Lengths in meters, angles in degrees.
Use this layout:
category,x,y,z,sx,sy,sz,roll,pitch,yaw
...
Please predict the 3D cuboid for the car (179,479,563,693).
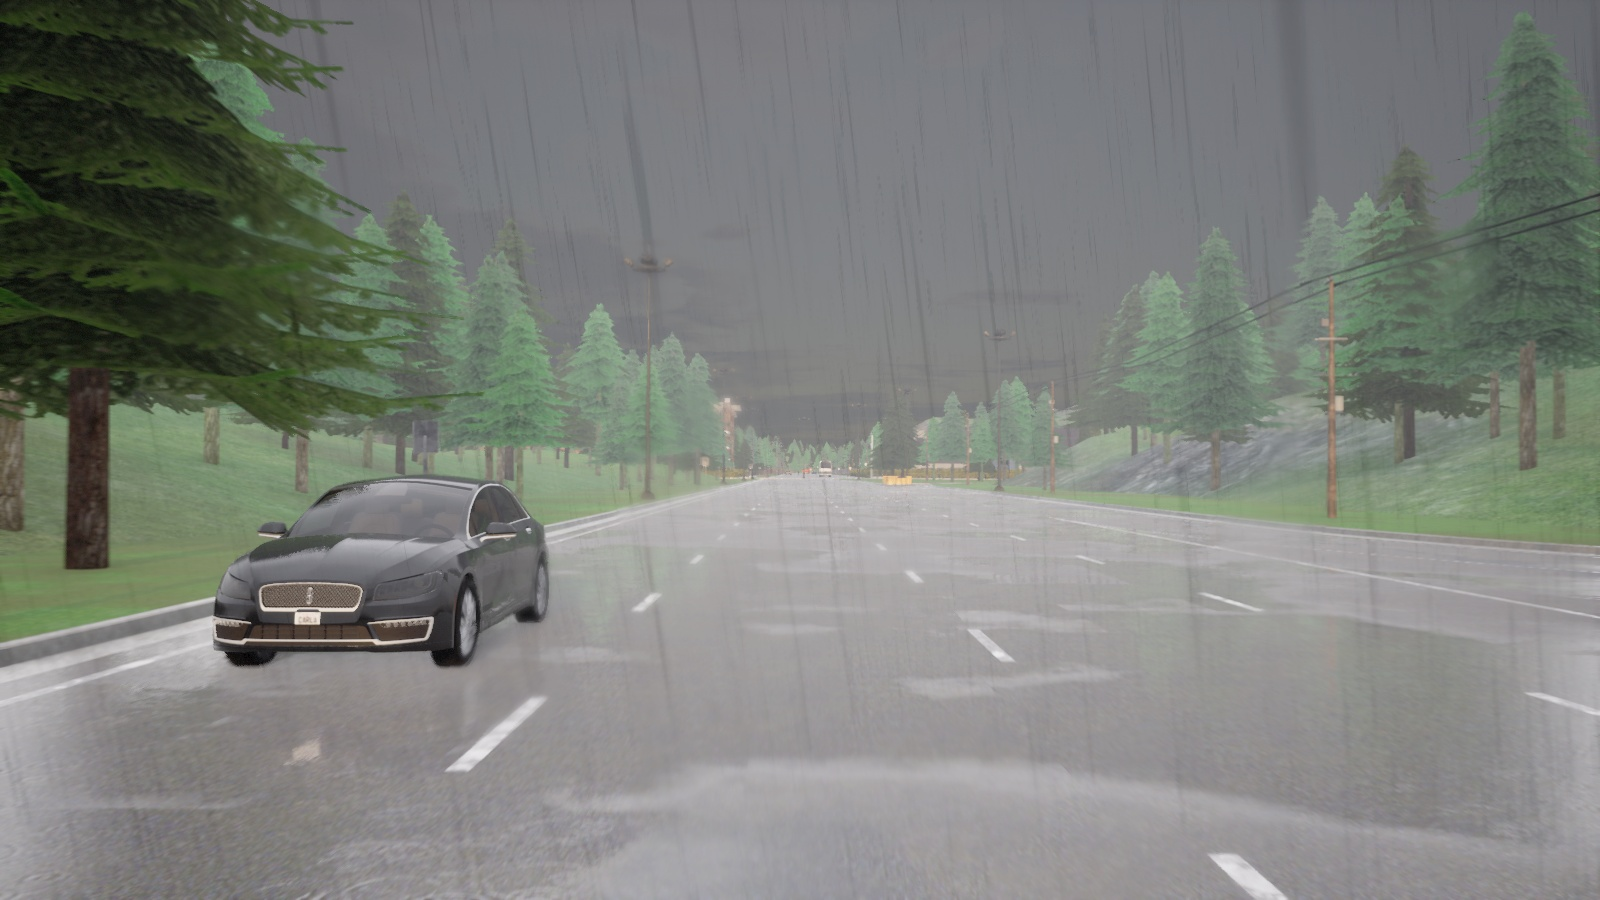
category,x,y,z,sx,sy,sz,roll,pitch,yaw
car,-3.527,1.025,11.426,1.837,1.490,4.892,0,-1,0
